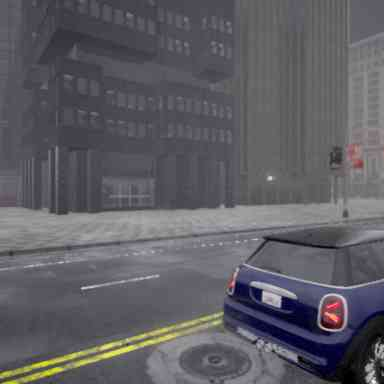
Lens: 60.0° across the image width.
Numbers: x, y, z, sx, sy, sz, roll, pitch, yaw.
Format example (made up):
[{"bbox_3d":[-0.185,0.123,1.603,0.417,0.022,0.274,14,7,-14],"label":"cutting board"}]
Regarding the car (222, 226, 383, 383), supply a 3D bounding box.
[{"bbox_3d":[2.720,1.350,5.371,4.553,1.767,2.097,0,0,-35],"label":"car"}]
